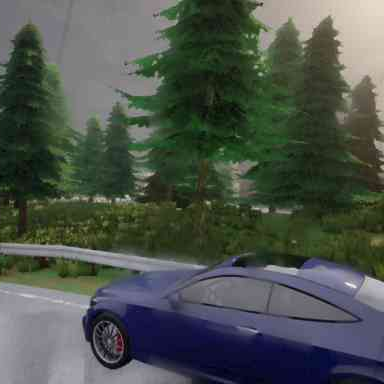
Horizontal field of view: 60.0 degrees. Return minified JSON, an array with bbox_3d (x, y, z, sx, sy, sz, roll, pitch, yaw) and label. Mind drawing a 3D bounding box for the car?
[{"bbox_3d":[0.744,1.499,4.106,4.674,1.442,1.812,1,1,31],"label":"car"}]
